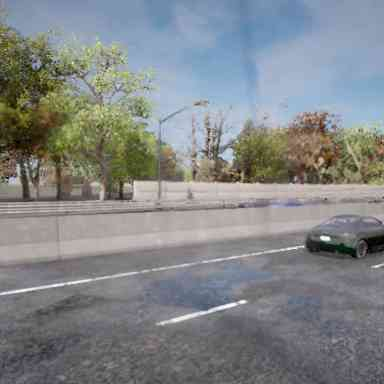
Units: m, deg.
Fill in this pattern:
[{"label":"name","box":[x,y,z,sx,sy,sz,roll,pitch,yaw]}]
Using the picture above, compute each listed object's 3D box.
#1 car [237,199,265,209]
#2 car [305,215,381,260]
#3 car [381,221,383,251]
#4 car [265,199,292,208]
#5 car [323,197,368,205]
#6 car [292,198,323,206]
[{"label":"car","box":[7.757,1.494,39.402,5.357,1.411,2.033,0,0,-37]},{"label":"car","box":[6.144,1.539,12.428,4.181,1.385,1.994,0,0,-35]},{"label":"car","box":[7.850,1.198,9.343,5.566,2.045,2.150,0,0,-35]},{"label":"car","box":[10.825,1.471,37.491,4.674,1.442,1.812,0,0,-35]},{"label":"car","box":[15.081,1.297,31.928,4.553,1.767,2.097,0,0,-35]},{"label":"car","box":[13.089,1.450,34.806,4.892,1.490,1.837,0,0,-35]}]
